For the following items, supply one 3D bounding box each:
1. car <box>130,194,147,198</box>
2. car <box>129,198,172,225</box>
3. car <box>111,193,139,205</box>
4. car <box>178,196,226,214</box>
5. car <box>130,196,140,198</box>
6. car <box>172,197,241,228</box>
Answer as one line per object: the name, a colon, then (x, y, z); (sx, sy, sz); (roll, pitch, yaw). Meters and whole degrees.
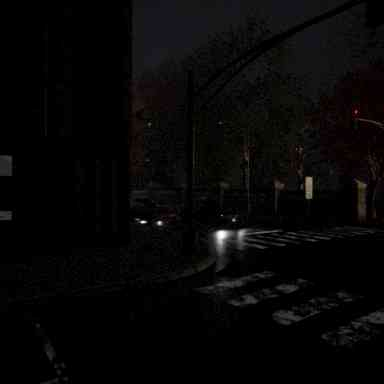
car: (-4.394, 1.093, 27.820); (1.812, 1.442, 4.674); (0, 1, -36)
car: (-2.612, 1.257, 20.983); (1.802, 1.307, 4.206); (2, 0, -36)
car: (-8.866, 0.864, 43.817); (2.008, 1.369, 4.403); (1, 0, -36)
car: (0.809, 1.129, 30.524); (1.752, 1.417, 4.829); (1, 0, -36)
car: (-5.870, 1.158, 25.459); (1.802, 1.307, 4.206); (2, 0, -36)
car: (0.967, 1.255, 20.448); (1.812, 1.442, 4.674); (0, 1, -36)
